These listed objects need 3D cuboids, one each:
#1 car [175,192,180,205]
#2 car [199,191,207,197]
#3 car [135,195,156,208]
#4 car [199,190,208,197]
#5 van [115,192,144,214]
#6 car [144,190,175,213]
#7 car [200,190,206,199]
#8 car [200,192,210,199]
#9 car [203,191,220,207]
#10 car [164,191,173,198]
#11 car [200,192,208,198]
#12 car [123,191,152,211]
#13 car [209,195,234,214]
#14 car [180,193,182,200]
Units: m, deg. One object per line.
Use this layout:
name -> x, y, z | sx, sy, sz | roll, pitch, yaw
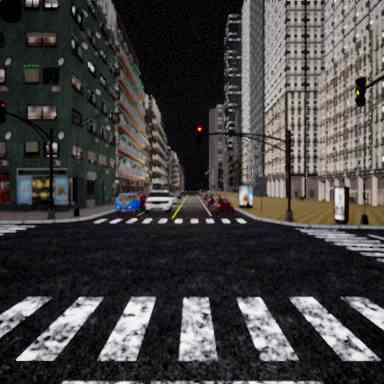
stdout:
car -> -3.006, 0.983, 45.295 | 1.812, 1.442, 4.674 | 0, 1, 0
car -> 2.853, 0.501, 90.224 | 2.008, 1.369, 4.403 | 0, 1, 0
car -> -5.614, 1.059, 40.495 | 1.887, 1.381, 4.507 | 0, 1, 0
car -> 2.845, 0.326, 84.695 | 2.192, 1.841, 5.009 | 0, 1, 0
van -> -5.631, 0.986, 29.438 | 1.690, 1.788, 3.998 | 0, 1, 0
car -> -3.050, 0.845, 31.274 | 2.150, 2.045, 5.566 | 0, 1, -1
car -> 2.796, 0.761, 57.060 | 1.967, 1.590, 4.097 | 0, 1, 0
car -> 2.824, 0.679, 73.643 | 1.887, 1.381, 4.507 | 0, 1, 0
car -> 2.768, 0.954, 40.478 | 1.967, 1.590, 4.097 | 0, 1, 0
car -> -5.546, 0.513, 79.184 | 1.967, 1.590, 4.097 | 0, 1, 0
car -> 2.834, 0.654, 79.170 | 1.802, 1.307, 4.206 | 0, 1, 0
car -> -5.621, 0.894, 34.965 | 2.192, 1.841, 5.009 | 0, 1, 0
car -> 2.748, 1.226, 29.425 | 1.802, 1.307, 4.206 | 0, 1, 0
car -> -2.893, 0.783, 64.572 | 2.033, 1.411, 5.357 | 0, 1, 0
